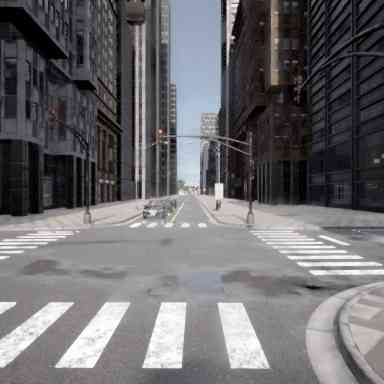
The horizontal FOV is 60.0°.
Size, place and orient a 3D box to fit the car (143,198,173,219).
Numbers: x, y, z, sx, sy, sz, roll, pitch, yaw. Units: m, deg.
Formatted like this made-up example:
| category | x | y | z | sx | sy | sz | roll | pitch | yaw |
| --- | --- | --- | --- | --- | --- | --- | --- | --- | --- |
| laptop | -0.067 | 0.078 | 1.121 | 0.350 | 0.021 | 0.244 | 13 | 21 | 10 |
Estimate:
| category | x | y | z | sx | sy | sz | roll | pitch | yaw |
| --- | --- | --- | --- | --- | --- | --- | --- | --- | --- |
| car | -3.164 | 1.501 | 29.401 | 2.128 | 1.511 | 4.902 | 0 | 0 | 0 |

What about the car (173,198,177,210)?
| category | x | y | z | sx | sy | sz | roll | pitch | yaw |
| --- | --- | --- | --- | --- | --- | --- | --- | --- | --- |
| car | -3.180 | 1.578 | 38.534 | 1.994 | 1.385 | 4.181 | 0 | 0 | 0 |
